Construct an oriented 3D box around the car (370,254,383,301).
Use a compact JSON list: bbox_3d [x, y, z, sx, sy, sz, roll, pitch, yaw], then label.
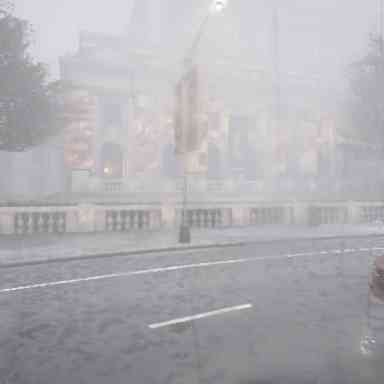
[{"bbox_3d":[5.856,1.436,6.628,5.008,1.535,1.882,0,0,-22],"label":"car"}]
